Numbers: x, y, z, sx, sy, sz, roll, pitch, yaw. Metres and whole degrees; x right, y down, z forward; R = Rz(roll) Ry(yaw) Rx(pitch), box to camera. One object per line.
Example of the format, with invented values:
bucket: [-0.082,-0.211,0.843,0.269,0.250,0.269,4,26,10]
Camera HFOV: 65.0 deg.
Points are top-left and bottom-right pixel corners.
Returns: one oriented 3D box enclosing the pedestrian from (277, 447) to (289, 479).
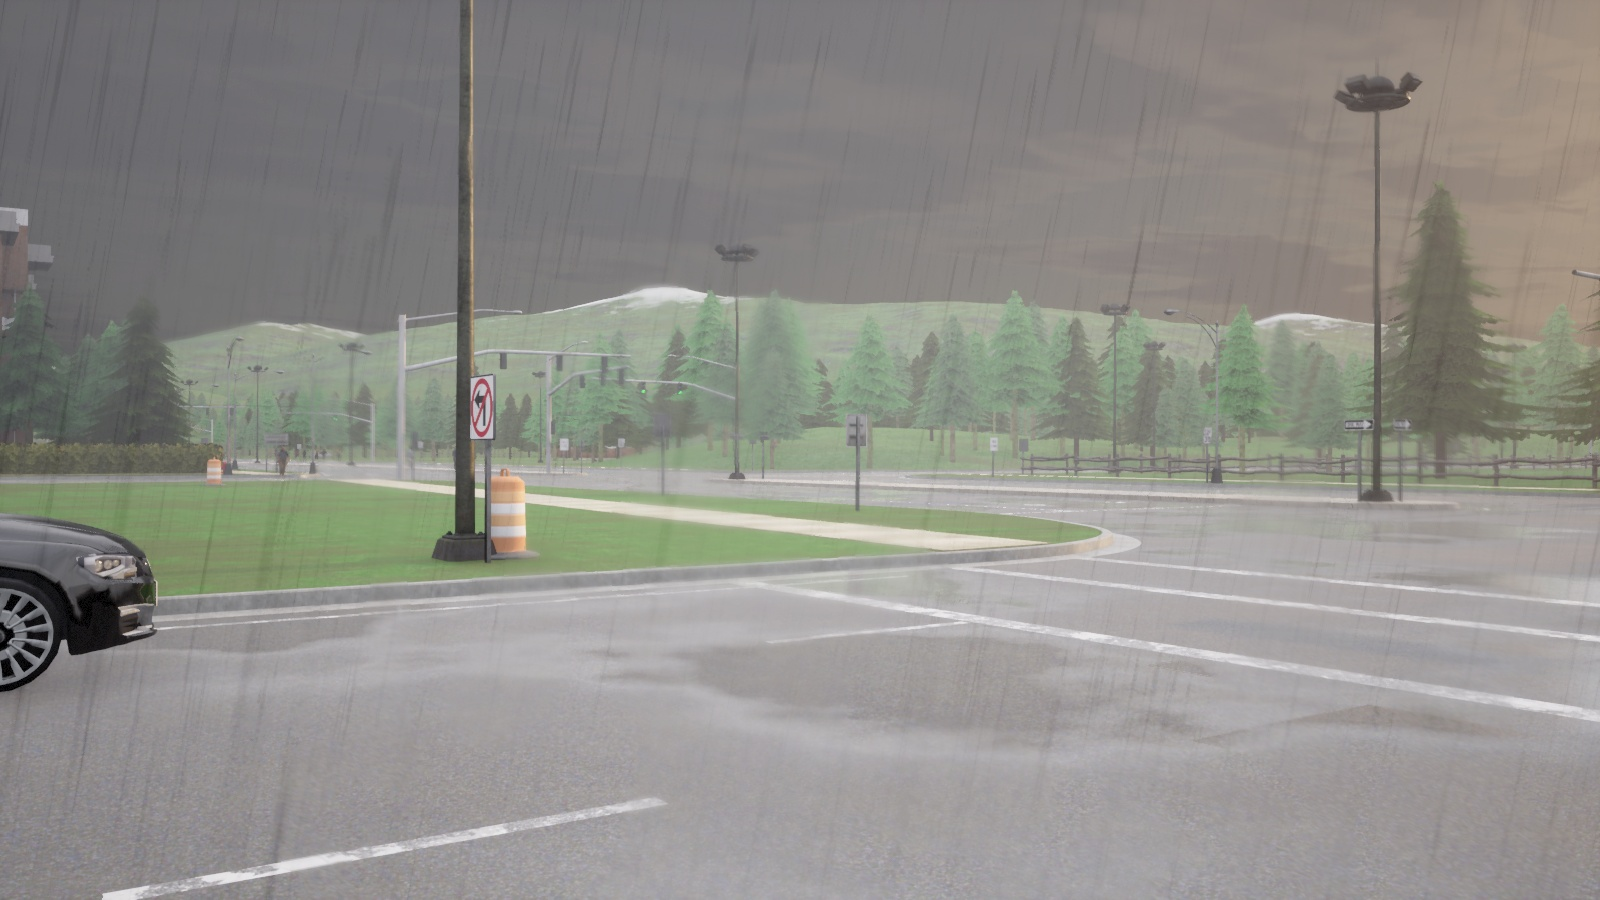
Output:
pedestrian: [-30.047,0.754,72.977,0.540,1.848,0.694,0,0,-32]

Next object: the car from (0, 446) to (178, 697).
car: [-6.631,0.734,7.573,4.902,1.511,2.128,0,0,-35]
